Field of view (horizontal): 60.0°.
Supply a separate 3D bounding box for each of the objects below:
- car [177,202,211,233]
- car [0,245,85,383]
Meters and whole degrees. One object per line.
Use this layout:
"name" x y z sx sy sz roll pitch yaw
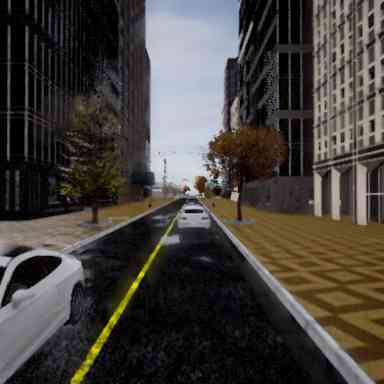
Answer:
"car" 0.105 1.534 19.647 1.812 1.442 4.674 0 0 0
"car" -2.849 1.527 4.402 1.812 1.442 4.674 0 0 0
